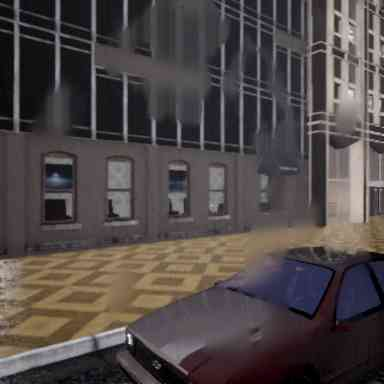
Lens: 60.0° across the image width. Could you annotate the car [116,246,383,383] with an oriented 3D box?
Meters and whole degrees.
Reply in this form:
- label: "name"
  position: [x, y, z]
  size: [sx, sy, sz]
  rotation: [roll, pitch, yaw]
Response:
- label: "car"
  position: [1.764, 1.539, 4.636]
  size: [5.357, 1.411, 2.033]
  rotation: [0, 0, -36]
